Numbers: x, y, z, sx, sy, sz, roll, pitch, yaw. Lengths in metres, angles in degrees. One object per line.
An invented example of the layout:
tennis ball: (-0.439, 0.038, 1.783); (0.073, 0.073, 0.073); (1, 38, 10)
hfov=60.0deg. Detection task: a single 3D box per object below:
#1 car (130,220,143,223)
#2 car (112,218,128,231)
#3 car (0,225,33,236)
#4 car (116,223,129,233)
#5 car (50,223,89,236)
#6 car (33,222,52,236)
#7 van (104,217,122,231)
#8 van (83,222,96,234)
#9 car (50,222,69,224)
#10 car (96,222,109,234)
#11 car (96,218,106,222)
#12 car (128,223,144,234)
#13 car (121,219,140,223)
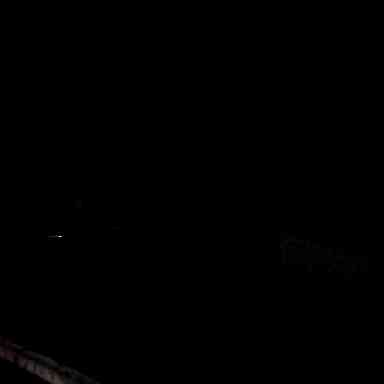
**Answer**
car: (-13.750, 8.859, 86.049); (2.163, 1.488, 4.792); (0, 0, 9)
car: (-18.883, 8.725, 89.137); (2.185, 1.767, 4.553); (-1, 0, 10)
car: (-23.428, 4.897, 42.423); (4.674, 1.452, 2.002); (-1, -6, 4)
car: (-12.192, 7.504, 67.070); (4.674, 1.452, 2.002); (-1, -6, 4)
car: (-16.527, 5.255, 45.029); (1.994, 1.385, 4.181); (-2, -6, 24)
car: (-22.192, 5.188, 45.173); (4.674, 1.452, 2.002); (-1, -6, 4)
van: (-21.473, 8.637, 90.797); (1.878, 1.987, 4.442); (-1, 0, 10)
van: (-18.320, 5.791, 53.414); (4.442, 1.987, 1.878); (-1, -6, 5)
car: (-21.124, 5.436, 47.928); (5.366, 1.575, 1.946); (-1, -6, 4)
car: (-17.179, 6.307, 56.126); (4.892, 1.521, 2.231); (-1, -6, 5)
car: (-24.095, 8.879, 92.210); (2.231, 1.521, 4.892); (-1, 0, 10)
car: (-9.120, 6.924, 61.351); (1.837, 1.490, 4.892); (-2, -6, 25)
car: (-16.223, 8.832, 87.853); (1.946, 1.575, 5.366); (-1, 0, 9)
